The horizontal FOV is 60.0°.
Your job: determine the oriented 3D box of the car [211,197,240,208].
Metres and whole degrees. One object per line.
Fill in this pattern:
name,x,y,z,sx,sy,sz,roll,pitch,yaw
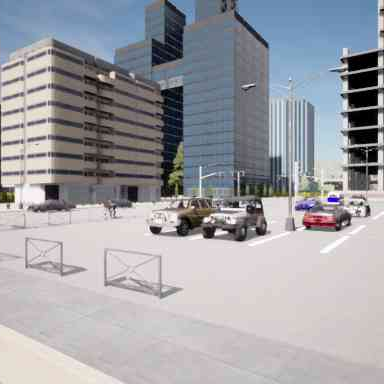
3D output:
car,5.155,1.547,50.462,2.033,1.411,5.357,0,0,33

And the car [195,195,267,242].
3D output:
car,2.113,1.156,15.603,1.905,1.878,3.866,0,0,34

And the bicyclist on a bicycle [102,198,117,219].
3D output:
bicyclist on a bicycle,-6.500,1.302,26.216,1.656,1.620,0.582,0,0,34

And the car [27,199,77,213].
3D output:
car,-15.935,1.547,38.164,2.033,1.411,5.357,0,0,34

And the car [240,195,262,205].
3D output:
car,10.415,1.352,58.340,2.097,1.767,4.553,0,0,34

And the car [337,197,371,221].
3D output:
car,14.116,1.395,28.578,1.970,1.475,3.806,0,0,34

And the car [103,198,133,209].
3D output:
car,-10.309,1.564,46.537,1.994,1.385,4.181,0,0,35

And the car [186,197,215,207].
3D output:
car,1.342,1.491,51.135,2.128,1.511,4.902,0,0,34

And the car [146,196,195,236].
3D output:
car,-0.257,1.153,17.266,1.932,1.855,4.605,0,0,34

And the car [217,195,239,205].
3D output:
car,6.380,1.352,58.768,2.097,1.767,4.553,0,0,34
